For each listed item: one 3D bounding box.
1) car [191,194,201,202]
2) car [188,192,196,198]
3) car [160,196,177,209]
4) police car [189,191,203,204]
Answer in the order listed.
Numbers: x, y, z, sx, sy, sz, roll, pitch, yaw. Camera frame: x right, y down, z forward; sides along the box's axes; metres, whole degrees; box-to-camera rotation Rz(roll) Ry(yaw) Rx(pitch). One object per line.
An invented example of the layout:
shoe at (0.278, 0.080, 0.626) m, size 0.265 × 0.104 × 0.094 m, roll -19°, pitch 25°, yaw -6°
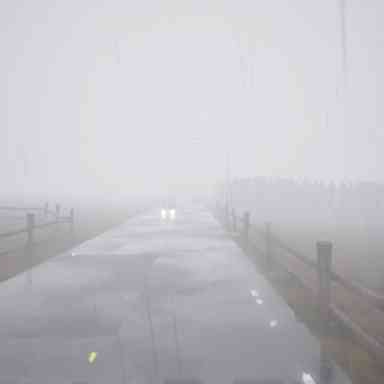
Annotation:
car at (0.823, 1.083, 64.656) m, size 1.837 × 1.490 × 4.892 m, roll 0°, pitch 0°, yaw 0°
car at (-0.002, 0.701, 88.953) m, size 1.882 × 1.535 × 5.008 m, roll 0°, pitch 0°, yaw 0°
car at (-2.836, 1.257, 41.177) m, size 2.128 × 1.511 × 4.902 m, roll 0°, pitch 0°, yaw 0°
police car at (0.823, 1.086, 54.766) m, size 1.930 × 1.638 × 5.238 m, roll 0°, pitch 0°, yaw 0°
